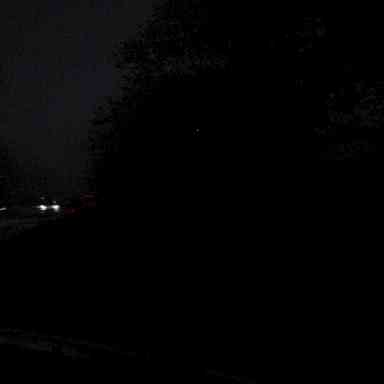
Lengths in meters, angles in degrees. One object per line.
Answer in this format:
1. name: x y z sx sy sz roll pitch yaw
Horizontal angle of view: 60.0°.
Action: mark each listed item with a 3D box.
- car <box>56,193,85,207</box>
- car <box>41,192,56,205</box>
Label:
1. car: -14.899 1.027 41.017 1.882 1.535 5.008 -1 1 -9
2. car: -19.348 0.870 46.217 2.097 1.767 4.553 -1 1 -9
